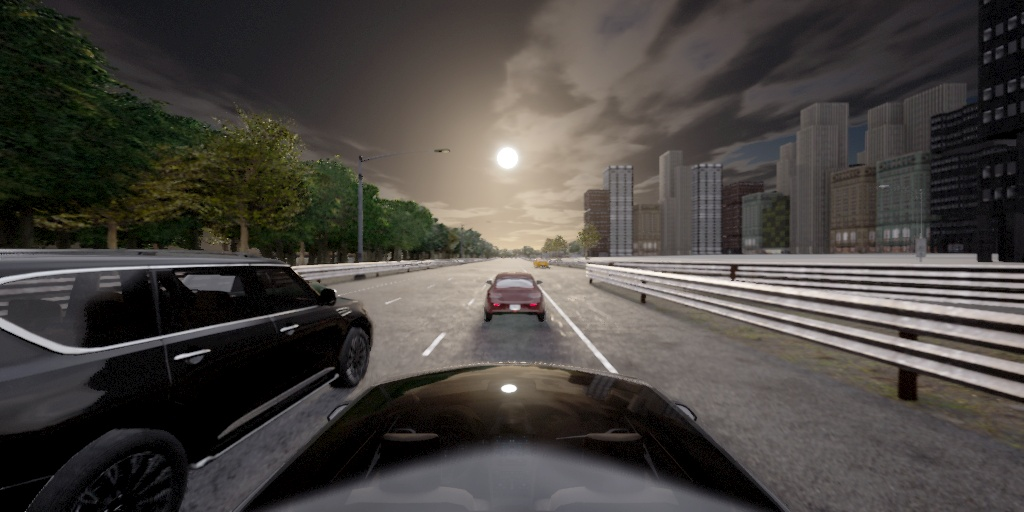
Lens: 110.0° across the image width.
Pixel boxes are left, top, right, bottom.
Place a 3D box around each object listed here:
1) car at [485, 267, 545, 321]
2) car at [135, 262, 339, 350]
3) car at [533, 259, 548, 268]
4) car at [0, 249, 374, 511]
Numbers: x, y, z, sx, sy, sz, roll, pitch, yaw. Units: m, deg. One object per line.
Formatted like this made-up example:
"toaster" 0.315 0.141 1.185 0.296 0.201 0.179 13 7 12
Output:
"car" 0.080 1.270 12.362 1.812 1.442 4.674 0 0 0
"car" -6.907 1.098 9.838 2.097 1.767 4.553 0 0 0
"car" 4.937 1.253 62.567 1.882 1.535 5.008 0 0 -6
"car" -3.402 0.971 3.699 2.150 2.045 5.566 0 0 0
